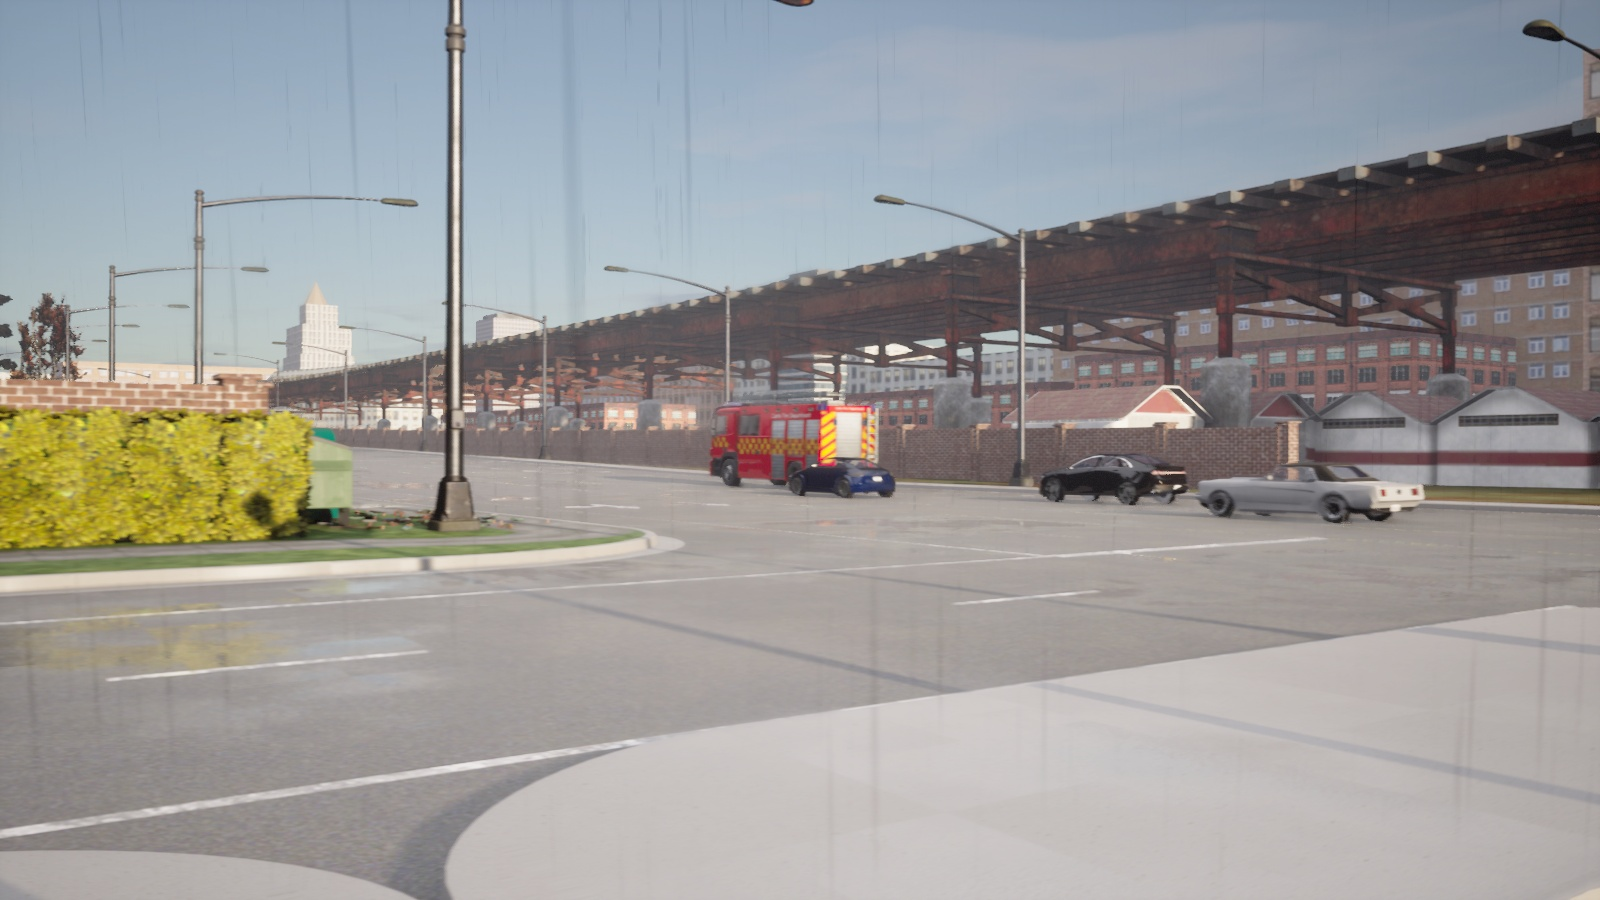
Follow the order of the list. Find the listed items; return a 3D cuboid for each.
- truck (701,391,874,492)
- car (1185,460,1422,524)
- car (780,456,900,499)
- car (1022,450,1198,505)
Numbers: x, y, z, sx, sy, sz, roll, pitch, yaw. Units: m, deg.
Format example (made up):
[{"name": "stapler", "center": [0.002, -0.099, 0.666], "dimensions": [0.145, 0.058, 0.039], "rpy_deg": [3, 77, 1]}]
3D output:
[{"name": "truck", "center": [-0.699, -0.343, 51.882], "dimensions": [2.891, 3.827, 8.468], "rpy_deg": [0, 0, -35]}, {"name": "car", "center": [11.257, 0.891, 28.402], "dimensions": [1.895, 1.301, 4.718], "rpy_deg": [0, 0, -35]}, {"name": "car", "center": [1.296, 0.907, 42.831], "dimensions": [1.994, 1.385, 4.181], "rpy_deg": [0, 0, -35]}, {"name": "car", "center": [9.177, 0.774, 37.576], "dimensions": [2.128, 1.511, 4.902], "rpy_deg": [0, 0, -35]}]
